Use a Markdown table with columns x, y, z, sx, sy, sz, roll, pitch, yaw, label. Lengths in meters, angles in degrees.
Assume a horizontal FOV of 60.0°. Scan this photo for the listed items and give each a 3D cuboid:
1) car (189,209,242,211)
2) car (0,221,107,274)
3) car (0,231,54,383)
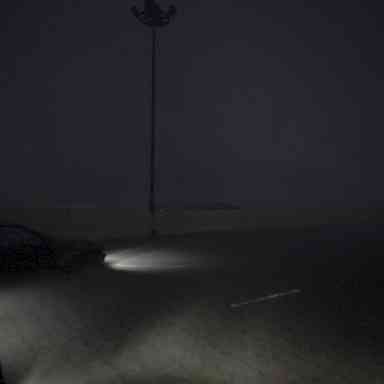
| x | y | z | sx | sy | sz | roll | pitch | yaw | label |
| --- | --- | --- | --- | --- | --- | --- | --- | --- | --- |
| 1.652 | 1.487 | 25.782 | 5.008 | 1.535 | 1.882 | 1 | 0 | -31 | car |
| -5.076 | 1.492 | 8.722 | 5.357 | 1.411 | 2.033 | 1 | 0 | -35 | car |
| -3.227 | 1.315 | 1.362 | 4.553 | 1.767 | 2.097 | 1 | 0 | -36 | car |
